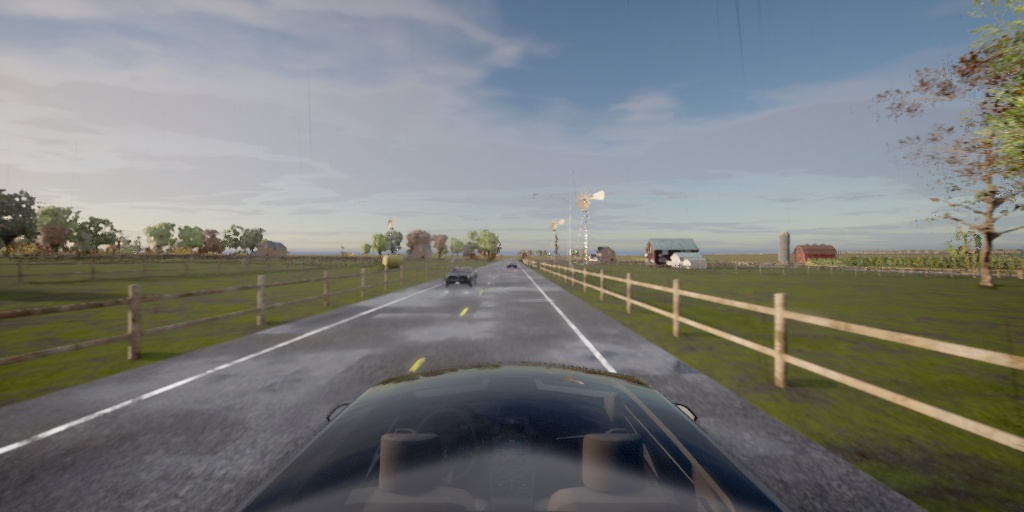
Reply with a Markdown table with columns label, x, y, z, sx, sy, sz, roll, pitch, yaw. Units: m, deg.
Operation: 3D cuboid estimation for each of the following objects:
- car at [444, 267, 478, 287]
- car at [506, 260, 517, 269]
| label | x | y | z | sx | sy | sz | roll | pitch | yaw |
| --- | --- | --- | --- | --- | --- | --- | --- | --- | --- |
| car | -3.505 | 1.442 | 25.300 | 1.895 | 1.301 | 4.718 | 0 | 0 | 0 |
| car | -0.016 | 1.592 | 63.193 | 1.895 | 1.301 | 4.718 | 0 | 0 | 0 |
